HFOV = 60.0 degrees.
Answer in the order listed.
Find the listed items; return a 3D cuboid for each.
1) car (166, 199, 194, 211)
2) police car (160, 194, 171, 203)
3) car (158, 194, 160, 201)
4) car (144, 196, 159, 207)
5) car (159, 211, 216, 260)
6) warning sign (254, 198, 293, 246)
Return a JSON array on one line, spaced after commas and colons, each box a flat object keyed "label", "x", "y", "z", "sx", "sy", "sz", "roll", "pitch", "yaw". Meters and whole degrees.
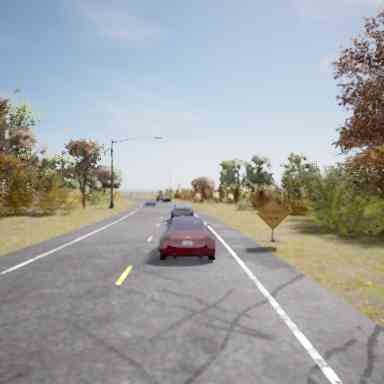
[{"label": "car", "x": -0.848, "y": 1.636, "z": 27.653, "sx": 2.128, "sy": 1.511, "sz": 4.902, "roll": 0, "pitch": 0, "yaw": -3}, {"label": "police car", "x": -6.307, "y": 1.810, "z": 83.682, "sx": 1.930, "sy": 1.638, "sz": 5.238, "roll": 0, "pitch": 0, "yaw": -10}, {"label": "car", "x": -8.100, "y": 1.925, "z": 93.464, "sx": 1.837, "sy": 1.490, "sz": 4.892, "roll": 0, "pitch": 0, "yaw": -11}, {"label": "car", "x": -7.241, "y": 1.813, "z": 58.498, "sx": 1.812, "sy": 1.442, "sz": 4.674, "roll": 0, "pitch": 0, "yaw": -6}, {"label": "car", "x": -0.185, "y": 1.635, "z": 12.827, "sx": 1.994, "sy": 1.385, "sz": 4.181, "roll": 0, "pitch": 0, "yaw": -1}, {"label": "warning sign", "x": 3.319, "y": 1.187, "z": 13.675, "sx": 1.300, "sy": 1.860, "sz": 1.060, "roll": 0, "pitch": 0, "yaw": -2}]
